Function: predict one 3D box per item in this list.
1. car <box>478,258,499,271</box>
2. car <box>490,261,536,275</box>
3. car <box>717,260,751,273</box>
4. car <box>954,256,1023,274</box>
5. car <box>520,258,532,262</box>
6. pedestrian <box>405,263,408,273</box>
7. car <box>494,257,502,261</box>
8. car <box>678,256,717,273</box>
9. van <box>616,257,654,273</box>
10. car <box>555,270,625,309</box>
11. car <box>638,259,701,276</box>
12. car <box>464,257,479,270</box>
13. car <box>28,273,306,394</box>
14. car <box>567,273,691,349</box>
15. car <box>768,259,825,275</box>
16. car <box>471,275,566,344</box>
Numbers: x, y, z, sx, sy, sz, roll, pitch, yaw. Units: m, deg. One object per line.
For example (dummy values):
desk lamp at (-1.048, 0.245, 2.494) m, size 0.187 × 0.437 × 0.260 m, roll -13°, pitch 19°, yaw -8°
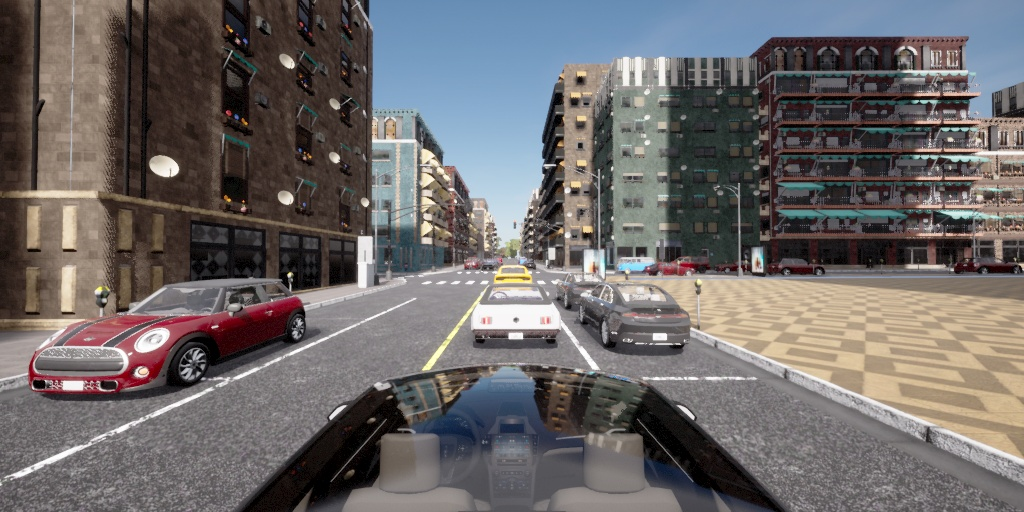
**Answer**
car at (-3.228, 1.368, 50.455) m, size 1.895 × 1.301 × 4.718 m, roll 0°, pitch 0°, yaw 1°
car at (0.053, 1.233, 19.038) m, size 1.882 × 1.535 × 5.008 m, roll 0°, pitch 0°, yaw 0°
car at (24.739, 1.165, 39.550) m, size 4.507 × 1.381 × 1.888 m, roll 0°, pitch 0°, yaw 0°
car at (41.277, 0.812, 31.089) m, size 4.097 × 1.591 × 1.967 m, roll 0°, pitch 0°, yaw 0°
car at (2.574, 1.334, 52.764) m, size 1.948 × 1.339 × 4.313 m, roll 0°, pitch 0°, yaw 0°
pedestrian at (-12.623, 1.097, 42.694) m, size 0.375 × 1.860 × 0.375 m, roll 0°, pitch 0°, yaw 0°
car at (-3.218, 1.319, 60.148) m, size 2.033 × 1.411 × 5.357 m, roll 0°, pitch 0°, yaw 0°
car at (19.211, 0.977, 39.577) m, size 5.009 × 1.841 × 2.192 m, roll 0°, pitch 0°, yaw 0°
van at (13.683, 1.046, 39.604) m, size 3.998 × 1.789 × 1.690 m, roll 0°, pitch 0°, yaw 0°
car at (2.791, 1.304, 14.572) m, size 2.007 × 1.370 × 4.403 m, roll 0°, pitch 0°, yaw 0°
car at (13.640, 1.163, 31.224) m, size 4.207 × 1.307 × 1.802 m, roll 0°, pitch 0°, yaw 0°
car at (-5.807, 1.083, 52.785) m, size 2.192 × 1.841 × 5.009 m, roll 0°, pitch 0°, yaw 0°
car at (-5.830, 1.191, 6.747) m, size 1.967 × 1.591 × 4.097 m, roll 0°, pitch 0°, yaw 0°
car at (2.804, 1.303, 9.002) m, size 2.007 × 1.370 × 4.403 m, roll 0°, pitch 0°, yaw 0°
car at (24.696, 0.936, 31.170) m, size 4.097 × 1.591 × 1.967 m, roll 0°, pitch 0°, yaw 0°
car at (0.081, 1.353, 9.585) m, size 1.895 × 1.301 × 4.718 m, roll 0°, pitch 0°, yaw 0°
